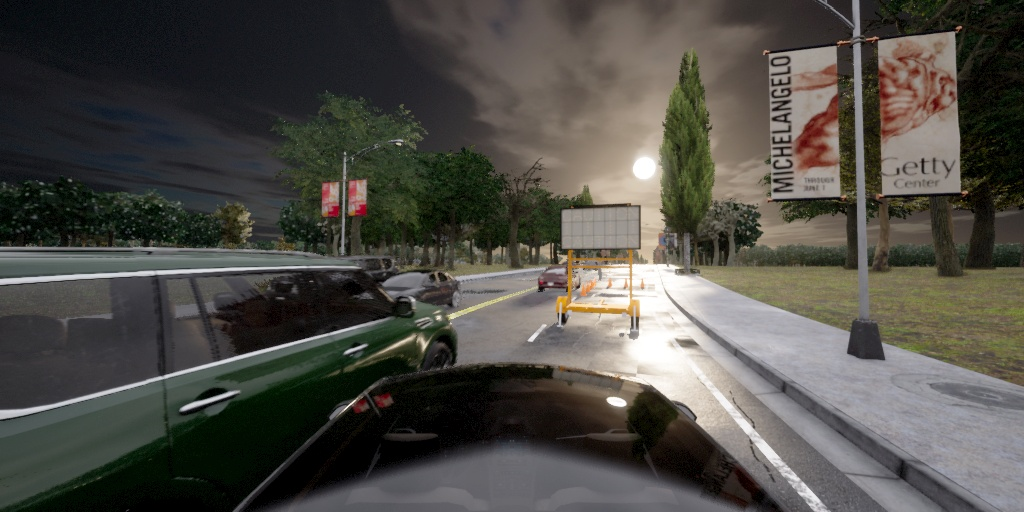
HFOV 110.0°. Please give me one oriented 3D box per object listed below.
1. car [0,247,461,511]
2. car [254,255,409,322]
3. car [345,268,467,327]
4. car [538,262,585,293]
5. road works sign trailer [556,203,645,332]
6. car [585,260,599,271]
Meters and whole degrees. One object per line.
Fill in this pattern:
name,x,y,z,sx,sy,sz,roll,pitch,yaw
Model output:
car,-2.315,0.973,3.038,2.150,2.045,5.566,0,0,12
car,-6.498,0.995,13.919,2.150,2.045,5.566,0,0,16
car,-3.412,1.270,12.783,1.837,1.490,4.892,0,0,16
car,2.800,1.286,20.779,1.812,1.442,4.674,0,0,20
road works sign trailer,2.739,0.214,11.133,2.380,3.560,2.880,0,0,18
car,11.513,1.338,52.512,1.837,1.490,4.892,0,0,22
